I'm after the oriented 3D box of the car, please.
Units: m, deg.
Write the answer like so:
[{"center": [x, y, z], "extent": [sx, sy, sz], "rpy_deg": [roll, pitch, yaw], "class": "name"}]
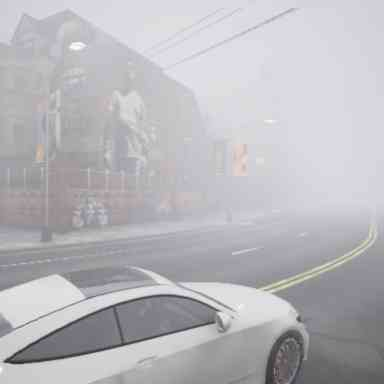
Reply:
[{"center": [-0.686, 1.555, 3.529], "extent": [4.674, 1.442, 1.812], "rpy_deg": [1, 0, -38], "class": "car"}]
